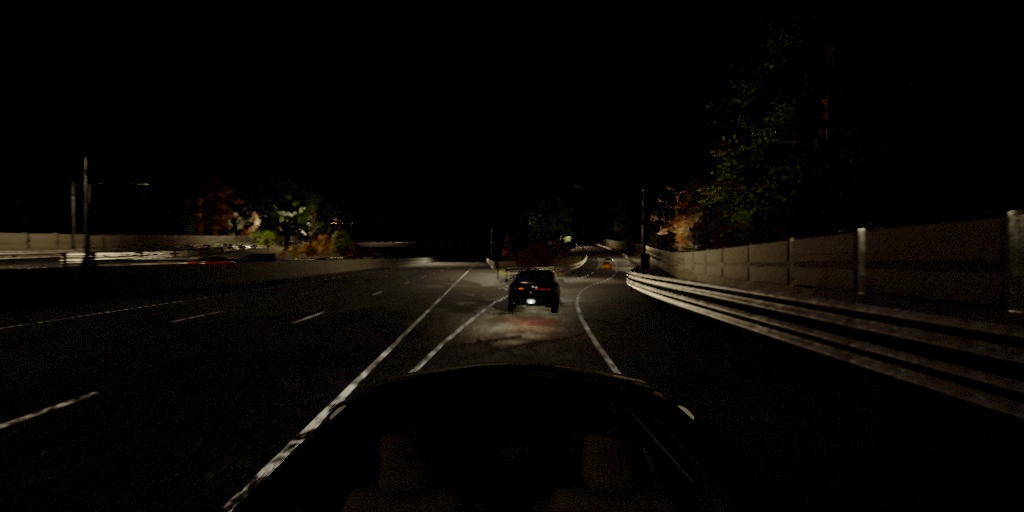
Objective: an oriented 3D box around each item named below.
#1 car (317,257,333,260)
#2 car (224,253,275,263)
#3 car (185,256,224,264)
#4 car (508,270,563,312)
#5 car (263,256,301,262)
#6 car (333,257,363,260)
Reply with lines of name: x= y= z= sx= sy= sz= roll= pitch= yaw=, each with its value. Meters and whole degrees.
car: x=-29.251 y=0.975 z=55.824 sx=1.882 sy=1.535 sz=5.008 roll=1 pitch=0 yaw=-4
car: x=-27.970 y=0.722 z=39.099 sx=2.150 sy=2.045 sz=5.566 roll=1 pitch=0 yaw=-4
car: x=-31.327 y=0.820 z=37.004 sx=2.097 sy=1.767 sz=4.553 roll=1 pitch=0 yaw=-4
car: x=1.025 y=1.317 z=14.698 sx=1.837 sy=1.490 sz=4.892 roll=1 pitch=0 yaw=9
car: x=-24.461 y=1.055 z=39.018 sx=1.812 sy=1.442 sz=4.674 roll=1 pitch=0 yaw=-4
car: x=-25.789 y=0.881 z=56.422 sx=2.097 sy=1.767 sz=4.553 roll=1 pitch=0 yaw=-4
